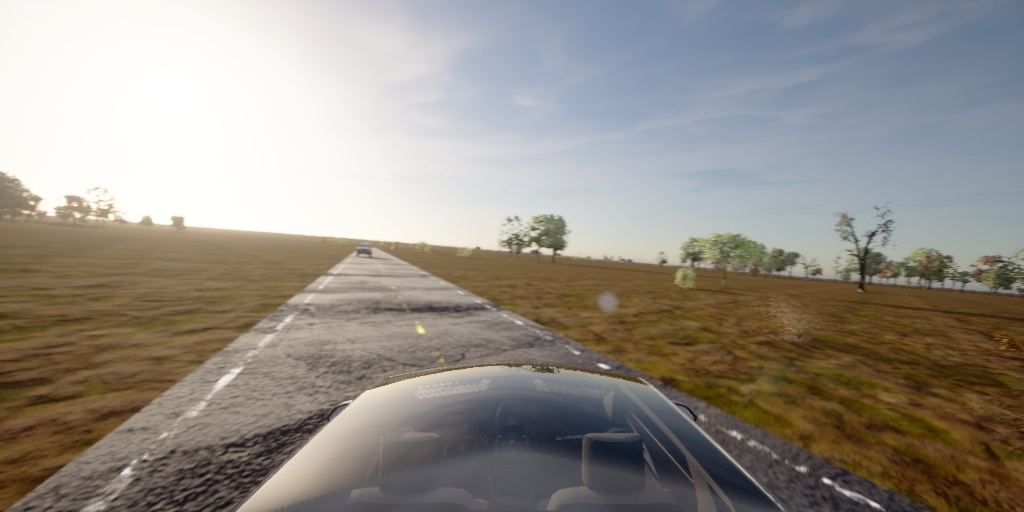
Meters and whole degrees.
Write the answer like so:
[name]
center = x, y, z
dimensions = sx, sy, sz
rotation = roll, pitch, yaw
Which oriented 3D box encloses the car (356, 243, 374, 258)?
[car]
center = -21.881, -0.911, 53.217
dimensions = 2.150, 2.045, 5.566
rotation = 5, 0, -22
